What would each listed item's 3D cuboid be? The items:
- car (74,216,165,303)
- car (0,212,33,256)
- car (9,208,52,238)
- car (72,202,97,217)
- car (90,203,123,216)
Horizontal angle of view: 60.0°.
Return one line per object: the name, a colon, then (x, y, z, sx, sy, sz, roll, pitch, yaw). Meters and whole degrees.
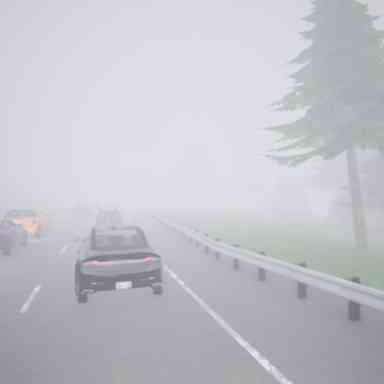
car: (-1.994, 1.617, 8.727, 2.128, 1.511, 4.902, -1, -1, -16)
car: (-8.400, 1.827, 14.204, 1.812, 1.442, 4.674, -1, -1, -15)
car: (-9.866, 1.737, 19.978, 2.097, 1.767, 4.553, -1, -1, -14)
car: (-13.161, 2.003, 40.495, 2.097, 1.767, 4.553, -1, -1, -10)
car: (-6.330, 1.865, 25.551, 2.128, 1.511, 4.902, -1, -1, -13)
